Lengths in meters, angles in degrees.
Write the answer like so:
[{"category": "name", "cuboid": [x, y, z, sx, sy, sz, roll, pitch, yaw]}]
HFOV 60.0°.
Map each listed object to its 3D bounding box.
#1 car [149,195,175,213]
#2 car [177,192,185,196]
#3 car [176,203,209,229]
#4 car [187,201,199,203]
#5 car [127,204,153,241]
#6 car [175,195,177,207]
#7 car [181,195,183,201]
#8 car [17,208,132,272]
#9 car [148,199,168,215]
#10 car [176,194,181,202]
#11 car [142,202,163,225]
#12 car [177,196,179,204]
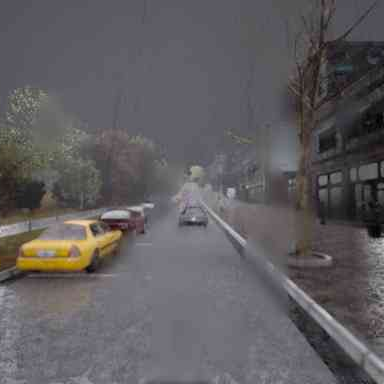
[{"category": "car", "cuboid": [-3.637, 1.430, 37.520, 2.435, 2.045, 5.566, 0, 0, 2]}, {"category": "car", "cuboid": [-3.599, 1.475, 81.419, 2.185, 1.767, 4.553, 2, 1, 2]}, {"category": "car", "cuboid": [0.108, 1.696, 23.018, 1.994, 1.385, 4.181, 0, 0, 0]}, {"category": "car", "cuboid": [0.115, 1.765, 41.348, 2.033, 1.411, 5.357, 0, 0, 0]}, {"category": "car", "cuboid": [-3.645, 1.615, 17.469, 2.097, 1.535, 5.008, 0, 0, 2]}, {"category": "car", "cuboid": [-3.637, 1.594, 45.173, 2.185, 1.767, 4.553, 0, 0, 2]}, {"category": "car", "cuboid": [-3.627, 1.813, 68.161, 2.002, 1.452, 4.674, 0, 0, 2]}, {"category": "car", "cuboid": [-3.640, 1.562, 11.087, 1.946, 1.575, 5.366, 0, 0, 2]}, {"category": "car", "cuboid": [-3.641, 1.658, 28.566, 2.097, 1.535, 5.008, 0, 0, 2]}, {"category": "car", "cuboid": [-3.622, 1.765, 62.025, 1.946, 1.575, 5.366, 0, 1, 2]}, {"category": "car", "cuboid": [-3.643, 1.647, 23.025, 2.231, 1.521, 4.892, 0, -1, 2]}, {"category": "car", "cuboid": [-3.644, 1.795, 50.777, 2.163, 1.488, 4.792, -1, 0, 2]}]
